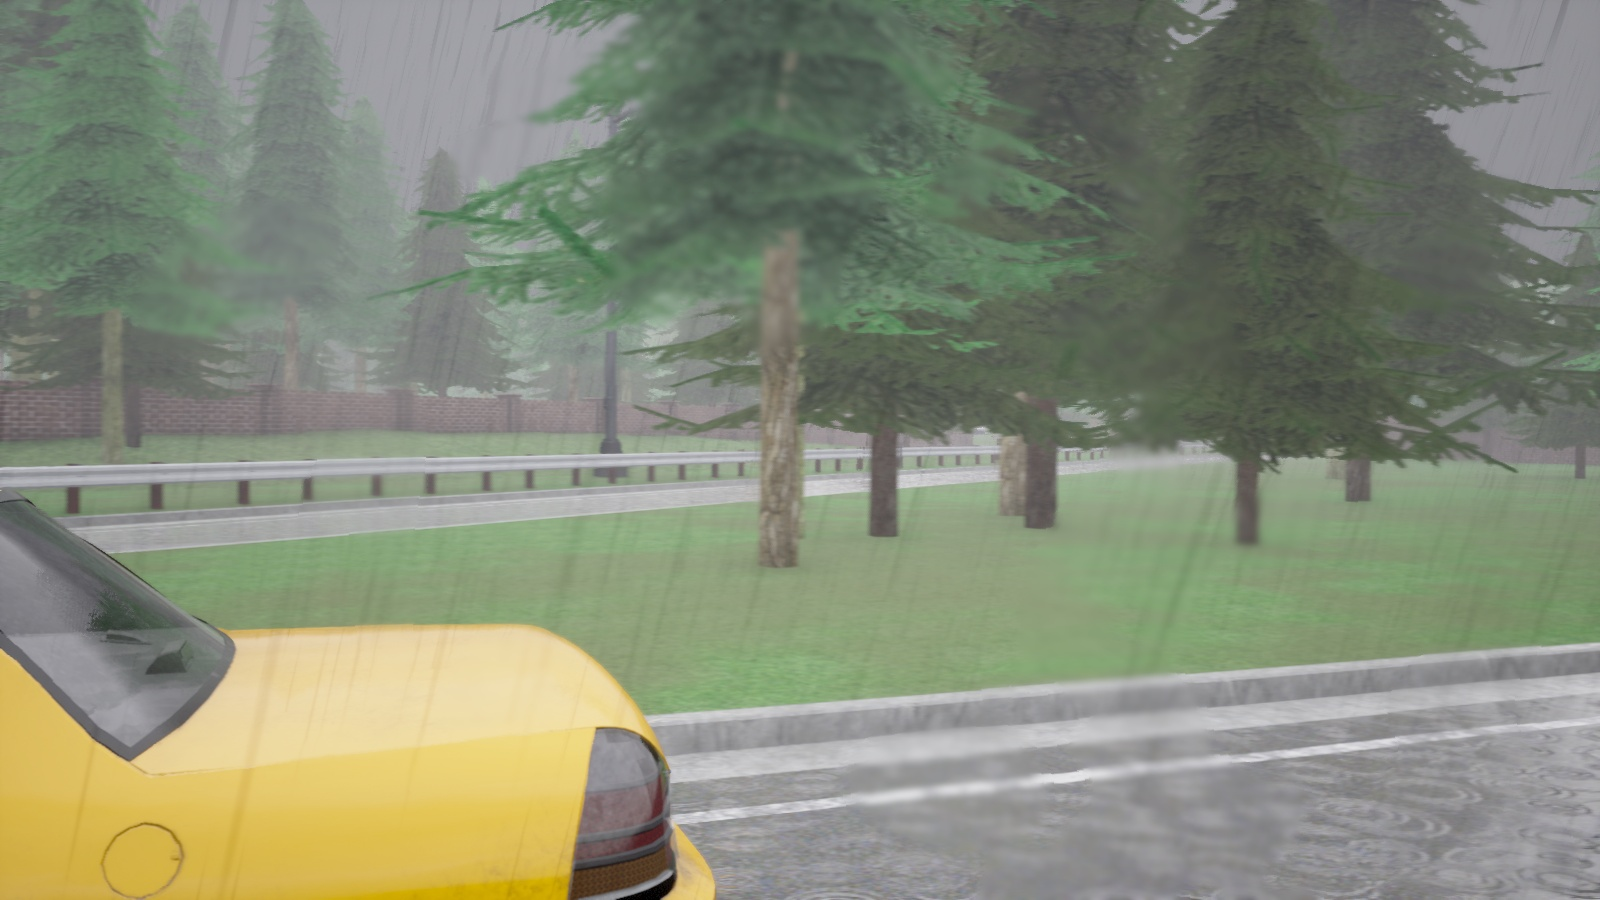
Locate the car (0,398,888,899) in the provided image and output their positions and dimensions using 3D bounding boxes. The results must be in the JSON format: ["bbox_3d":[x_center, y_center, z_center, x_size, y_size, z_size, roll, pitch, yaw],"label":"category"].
[{"bbox_3d":[-2.667,0.733,2.228,5.366,1.575,1.801,-1,1,-21],"label":"car"}]
